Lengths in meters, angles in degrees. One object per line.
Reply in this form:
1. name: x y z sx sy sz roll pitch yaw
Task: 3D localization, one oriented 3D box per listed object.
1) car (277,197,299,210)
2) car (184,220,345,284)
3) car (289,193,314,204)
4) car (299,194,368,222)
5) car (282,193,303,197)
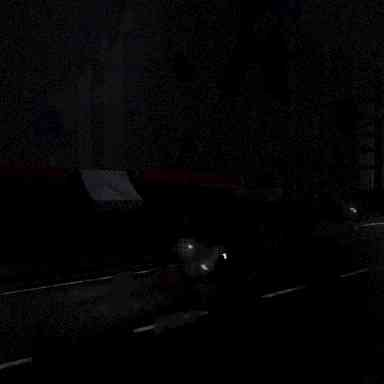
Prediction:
1. car: 9.607 1.508 33.651 1.994 1.385 4.181 0 0 -36
2. car: 2.150 1.601 9.691 4.718 1.301 1.895 0 0 -34
3. car: 19.507 1.114 59.415 1.905 1.878 3.866 0 0 -36
4. car: 11.040 1.296 25.699 2.097 1.767 4.553 0 0 -36
5. car: 17.114 1.114 57.705 1.905 1.878 3.866 0 0 -36
